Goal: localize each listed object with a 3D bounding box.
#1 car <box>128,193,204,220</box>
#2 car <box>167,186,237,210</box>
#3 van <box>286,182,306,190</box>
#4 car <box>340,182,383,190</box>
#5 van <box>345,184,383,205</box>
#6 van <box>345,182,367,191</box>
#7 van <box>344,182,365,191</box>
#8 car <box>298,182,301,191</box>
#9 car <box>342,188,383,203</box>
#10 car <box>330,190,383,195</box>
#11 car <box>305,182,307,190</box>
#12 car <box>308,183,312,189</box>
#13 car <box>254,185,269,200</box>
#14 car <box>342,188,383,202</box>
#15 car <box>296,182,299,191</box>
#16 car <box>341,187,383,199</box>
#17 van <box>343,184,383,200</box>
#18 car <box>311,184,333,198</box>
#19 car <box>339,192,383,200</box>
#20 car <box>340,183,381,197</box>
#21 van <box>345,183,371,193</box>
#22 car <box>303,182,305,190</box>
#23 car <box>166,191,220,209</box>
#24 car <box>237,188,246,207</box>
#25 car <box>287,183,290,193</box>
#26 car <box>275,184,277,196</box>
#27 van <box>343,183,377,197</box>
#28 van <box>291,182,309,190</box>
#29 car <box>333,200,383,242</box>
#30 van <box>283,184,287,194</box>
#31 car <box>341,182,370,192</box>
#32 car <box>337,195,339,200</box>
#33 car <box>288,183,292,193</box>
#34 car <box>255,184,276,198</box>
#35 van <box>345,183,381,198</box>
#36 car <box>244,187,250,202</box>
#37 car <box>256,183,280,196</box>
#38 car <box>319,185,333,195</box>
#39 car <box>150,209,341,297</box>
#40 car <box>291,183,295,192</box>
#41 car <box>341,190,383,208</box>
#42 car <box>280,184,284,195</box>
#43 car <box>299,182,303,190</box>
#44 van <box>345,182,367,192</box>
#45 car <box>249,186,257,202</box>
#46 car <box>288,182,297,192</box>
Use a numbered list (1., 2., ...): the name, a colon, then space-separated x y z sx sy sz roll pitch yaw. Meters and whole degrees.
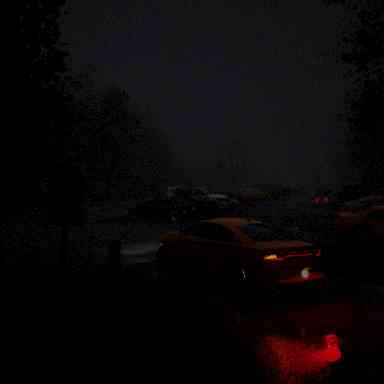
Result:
1. car: -1.992 1.067 22.072 4.792 1.488 2.163 1 3 25
2. car: 0.378 0.569 27.076 5.566 2.045 2.435 1 3 25
3. van: 25.743 -1.445 82.591 4.442 1.987 1.878 1 2 25
4. car: 15.728 0.442 29.151 5.566 2.045 2.435 1 3 25
5. van: 18.172 0.248 34.257 4.442 1.987 1.878 1 3 25
6. van: 37.780 -1.236 76.905 4.442 1.987 1.878 1 2 25
7. van: 38.780 -1.329 79.639 4.442 1.987 1.878 1 2 25
8. car: 18.888 -0.704 67.425 4.892 1.521 2.231 1 2 25
9. car: 19.250 0.398 36.820 4.792 1.488 2.163 1 3 25
10. car: 13.221 0.905 24.222 5.366 1.575 1.946 1 3 25
11. car: 23.525 -1.047 77.510 5.008 1.535 2.097 1 2 25
12. car: 27.034 -1.554 85.051 5.566 2.045 2.435 1 2 25
13. car: 6.030 0.263 39.887 5.366 1.575 1.946 1 3 25
14. car: 20.352 0.305 39.217 4.792 1.488 2.163 1 2 25
15. car: 17.741 -0.618 64.899 4.892 1.521 2.231 1 2 25
16. car: 22.642 0.096 44.254 5.008 1.535 2.097 1 2 25
17. van: 21.376 -0.043 41.764 4.442 1.987 1.878 1 2 24
18. car: 18.552 0.002 47.194 2.128 1.511 4.902 1 2 25
19. car: 10.000 1.109 16.695 4.553 1.767 2.185 1 3 25
20. car: 26.082 -0.411 51.806 5.566 2.045 2.435 1 2 25
21. van: 32.049 -0.814 64.440 4.442 1.987 1.878 1 2 25
22. car: 22.343 -1.087 74.995 4.553 1.767 2.185 1 2 25
23. car: -0.801 0.929 24.577 5.008 1.535 2.097 1 3 25
24. car: 1.681 0.709 29.542 5.366 1.575 1.946 1 3 25
25. car: 13.072 -0.249 54.830 4.792 1.488 2.163 1 2 25
26. car: 8.456 0.074 44.734 4.892 1.521 2.231 1 3 25
27. van: 24.845 -0.302 49.329 4.442 1.987 1.878 1 2 25
28. van: 29.213 -1.627 90.142 4.442 1.987 1.878 1 1 25
29. car: 8.810 1.343 14.200 5.008 1.535 2.097 1 3 25
30. van: 12.046 -0.416 52.239 4.442 1.987 1.878 1 2 25
31. car: 35.387 -1.097 72.046 5.566 2.045 2.435 1 2 25
32. car: 11.050 1.159 19.129 4.792 1.488 2.163 1 3 25
33. car: 14.231 -0.334 57.351 4.792 1.488 2.163 1 2 25
34. car: 7.475 0.170 42.141 5.366 1.575 1.946 1 3 25
35. van: 23.900 -0.213 46.716 4.442 1.987 1.878 1 2 25
36. car: 2.677 0.601 32.137 4.892 1.521 2.231 1 3 25
37. car: 9.651 -0.144 47.238 4.553 1.767 2.185 1 2 25
38. car: 22.851 -0.329 56.545 1.882 1.535 5.008 1 2 25
39. car: 0.886 1.394 8.462 1.882 1.535 5.008 2 -1 -31
40. car: 15.390 -0.419 59.872 4.792 1.488 2.163 1 2 25
41. car: 16.833 0.612 31.701 4.792 1.488 2.163 1 3 25
42. car: 10.807 -0.077 49.762 4.792 1.488 2.163 1 2 25
43. car: 19.884 -0.796 70.021 5.366 1.575 1.946 1 2 25
44. van: 36.675 -1.155 74.503 4.442 1.987 1.878 1 2 25
45. car: 3.662 0.485 34.737 5.366 1.575 1.946 1 3 25
46. car: 16.407 -0.540 62.458 5.366 1.575 1.946 1 2 25
